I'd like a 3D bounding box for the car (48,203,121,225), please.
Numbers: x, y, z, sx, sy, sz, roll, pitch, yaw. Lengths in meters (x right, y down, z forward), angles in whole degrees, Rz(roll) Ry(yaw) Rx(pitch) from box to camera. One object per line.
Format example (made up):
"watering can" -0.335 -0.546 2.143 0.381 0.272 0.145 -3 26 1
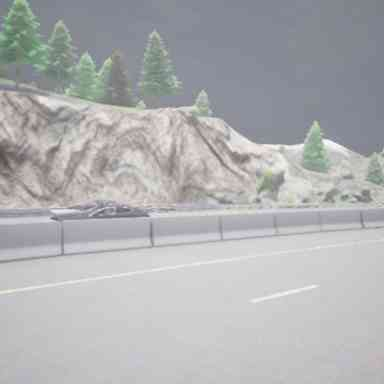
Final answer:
"car" -7.688 1.526 23.944 4.718 1.301 1.895 0 0 -32

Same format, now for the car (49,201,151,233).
"car" -4.605 1.439 17.595 4.902 1.511 2.128 0 0 -32

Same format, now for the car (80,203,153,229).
"car" -4.845 1.501 21.559 4.181 1.385 1.994 0 0 -32
